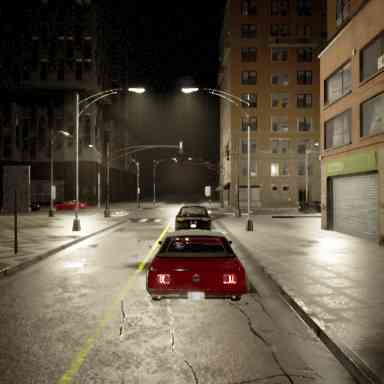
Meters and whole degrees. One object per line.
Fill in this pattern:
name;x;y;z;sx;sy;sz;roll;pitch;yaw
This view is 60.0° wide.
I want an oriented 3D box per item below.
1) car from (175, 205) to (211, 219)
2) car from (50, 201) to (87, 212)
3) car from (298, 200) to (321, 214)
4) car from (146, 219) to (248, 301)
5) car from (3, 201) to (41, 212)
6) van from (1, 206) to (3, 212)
car;0.058;1.474;18.410;1.882;1.535;5.008;0;0;0
car;-14.554;1.701;39.299;4.206;1.307;1.802;0;0;0
car;12.040;1.415;30.805;4.313;1.339;1.947;0;0;0
car;0.081;1.601;8.261;1.895;1.301;4.718;0;0;0
car;-20.203;1.725;39.293;4.313;1.339;1.947;0;0;0
van;-20.186;1.425;30.769;3.998;1.788;1.690;0;0;0
